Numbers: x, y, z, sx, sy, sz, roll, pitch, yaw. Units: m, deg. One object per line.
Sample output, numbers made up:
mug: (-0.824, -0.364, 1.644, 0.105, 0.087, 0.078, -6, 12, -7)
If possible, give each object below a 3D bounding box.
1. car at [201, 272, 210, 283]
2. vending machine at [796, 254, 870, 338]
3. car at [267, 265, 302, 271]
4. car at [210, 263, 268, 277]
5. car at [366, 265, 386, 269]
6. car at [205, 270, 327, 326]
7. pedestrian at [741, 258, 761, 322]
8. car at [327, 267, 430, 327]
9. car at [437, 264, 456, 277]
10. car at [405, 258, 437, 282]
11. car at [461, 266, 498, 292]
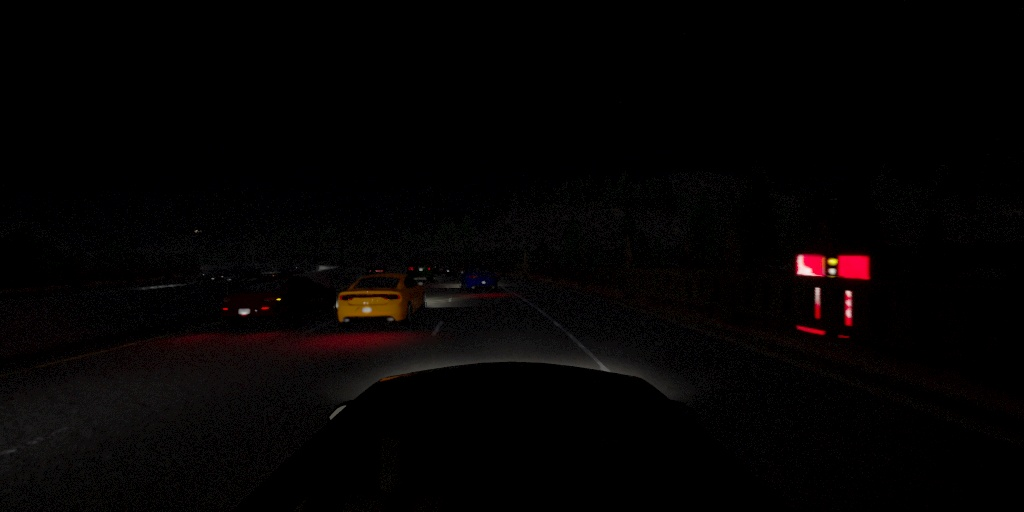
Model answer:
car: (-28.111, 1.802, 34.681, 1.895, 1.301, 4.718, 0, -1, -23)
vending machine: (7.673, 0.937, 8.637, 1.100, 2.100, 0.880, 0, 0, -4)
car: (-19.227, 1.687, 31.088, 1.895, 1.301, 4.718, 0, -1, -20)
car: (-22.548, 1.598, 29.901, 2.128, 1.511, 4.902, 0, -1, -20)
car: (-12.400, 1.532, 33.168, 2.128, 1.511, 4.902, 0, 0, -19)
car: (-7.662, 1.382, 12.210, 1.812, 1.442, 4.674, 0, 0, -6)
pedestrian: (6.498, 0.897, 9.938, 0.375, 1.860, 0.375, -1, 0, -5)
car: (-4.140, 1.311, 12.075, 1.882, 1.535, 5.008, 0, 0, -6)
car: (-7.781, 1.618, 41.121, 1.994, 1.385, 4.181, 0, 0, -23)
car: (-8.093, 1.212, 31.414, 2.150, 2.045, 5.566, 0, 0, -17)
car: (-2.155, 1.364, 22.752, 1.882, 1.535, 5.008, 0, 0, -13)
